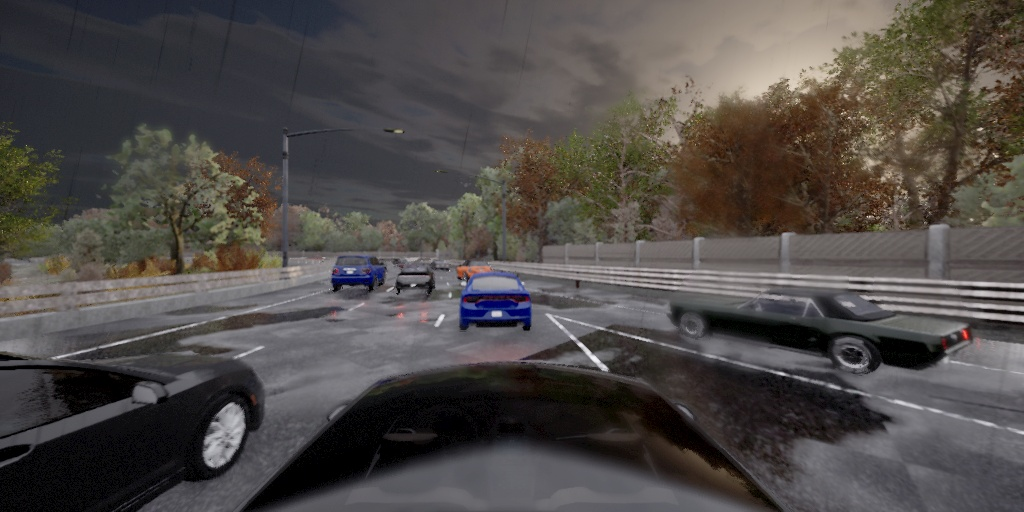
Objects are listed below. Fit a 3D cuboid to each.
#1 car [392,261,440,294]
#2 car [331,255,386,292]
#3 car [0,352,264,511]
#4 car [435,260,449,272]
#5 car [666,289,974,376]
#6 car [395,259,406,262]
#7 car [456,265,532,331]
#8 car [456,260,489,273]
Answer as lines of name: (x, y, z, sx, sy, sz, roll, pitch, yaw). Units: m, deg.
car: (-5.304, 1.227, 20.092, 2.128, 1.511, 4.902, 0, 0, -10)
car: (-9.093, 0.958, 21.555, 2.150, 2.045, 5.566, 0, 0, -11)
car: (-3.511, 1.256, 1.795, 1.837, 1.490, 4.892, 0, 0, -1)
car: (-9.440, 1.262, 45.899, 2.033, 1.411, 5.357, 0, 0, -24)
car: (5.798, 1.343, 7.605, 1.895, 1.301, 4.718, 0, 0, -29)
car: (-13.704, 1.317, 46.774, 1.895, 1.301, 4.718, 0, 0, -25)
car: (-0.564, 1.220, 11.020, 1.882, 1.535, 5.008, 0, 0, -5)
car: (-3.019, 1.079, 28.234, 2.097, 1.767, 4.553, 0, 0, -19)
